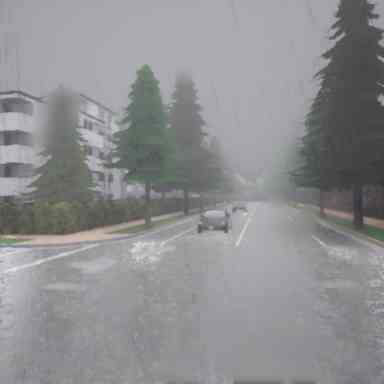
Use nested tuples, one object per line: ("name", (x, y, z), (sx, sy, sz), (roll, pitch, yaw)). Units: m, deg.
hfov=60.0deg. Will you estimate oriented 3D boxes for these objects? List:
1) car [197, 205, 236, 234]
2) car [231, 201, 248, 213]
("car", (1.561, 1.787, 21.398), (1.812, 1.442, 4.674), (-1, -1, 12))
("car", (6.535, 1.984, 45.642), (1.837, 1.490, 4.892), (-1, -1, 12))
